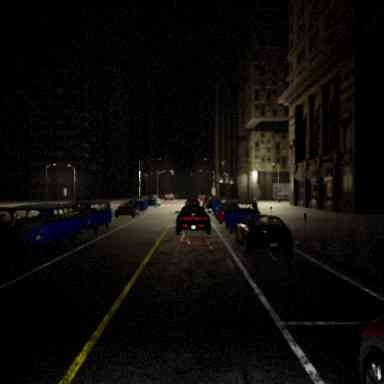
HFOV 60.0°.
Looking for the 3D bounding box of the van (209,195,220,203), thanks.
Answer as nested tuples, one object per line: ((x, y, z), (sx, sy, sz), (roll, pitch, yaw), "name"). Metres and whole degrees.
((2.730, 1.344, 30.409), (1.690, 1.788, 3.998), (0, 0, 0), "van")

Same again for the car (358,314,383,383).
((2.760, 1.439, 2.020), (1.967, 1.590, 4.097), (0, 0, 0), "car")

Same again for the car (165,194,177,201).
((-5.853, 1.349, 85.715), (2.192, 1.841, 5.009), (0, 0, 0), "car")

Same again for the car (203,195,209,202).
((2.718, 1.447, 41.764), (1.967, 1.590, 4.097), (0, 0, 0), "car")

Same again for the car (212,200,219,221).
((2.737, 1.546, 24.731), (1.887, 1.381, 4.507), (0, 0, 0), "car")

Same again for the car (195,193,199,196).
((2.666, 1.587, 91.374), (2.008, 1.369, 4.403), (0, 0, 0), "car")

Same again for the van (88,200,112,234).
((-5.783, 1.344, 19.035), (1.690, 1.788, 3.998), (0, 0, 0), "van")

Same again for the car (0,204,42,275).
((-5.771, 1.317, 7.680), (2.192, 1.841, 5.009), (0, 0, 0), "car")

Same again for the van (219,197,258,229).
((2.742, 1.342, 19.054), (1.690, 1.788, 3.998), (0, 0, 0), "van")

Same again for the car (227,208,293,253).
((2.749, 1.551, 13.376), (2.008, 1.369, 4.403), (0, 0, 0), "car")

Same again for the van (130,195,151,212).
((-5.801, 1.349, 36.068), (1.690, 1.788, 3.998), (0, 0, 0), "van")

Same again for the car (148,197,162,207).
((-5.818, 1.540, 52.930), (1.752, 1.417, 4.829), (0, 0, 0), "car")

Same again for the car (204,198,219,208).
((2.713, 1.592, 47.441), (1.802, 1.307, 4.206), (0, 0, 0), "car")

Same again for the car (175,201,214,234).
((0.077, 1.507, 19.183), (1.837, 1.490, 4.892), (0, 0, 0), "car")

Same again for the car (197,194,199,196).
((2.678, 1.578, 80.092), (2.008, 1.369, 4.403), (0, 0, 0), "car")

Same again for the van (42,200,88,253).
((-5.777, 1.343, 13.358), (1.690, 1.788, 3.998), (0, 0, 0), "van")

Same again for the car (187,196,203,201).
((0.058, 1.511, 40.344), (1.837, 1.490, 4.892), (0, 0, 0), "car")

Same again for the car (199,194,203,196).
((2.706, 1.327, 53.119), (2.192, 1.841, 5.009), (0, 0, 0), "car")

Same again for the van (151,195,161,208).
((-5.813, 1.353, 47.423), (1.690, 1.788, 3.998), (0, 0, 0), "van")

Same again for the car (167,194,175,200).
((-5.859, 1.478, 91.356), (1.967, 1.590, 4.097), (0, 0, 0), "car")

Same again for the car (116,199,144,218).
((-5.794, 1.587, 30.390), (1.802, 1.307, 4.206), (0, 0, 0), "car")
